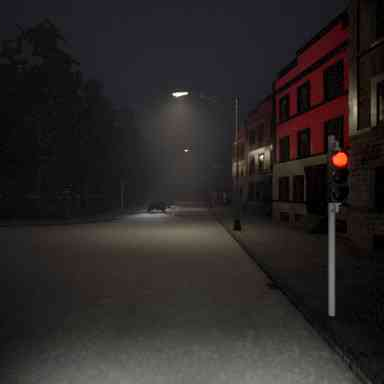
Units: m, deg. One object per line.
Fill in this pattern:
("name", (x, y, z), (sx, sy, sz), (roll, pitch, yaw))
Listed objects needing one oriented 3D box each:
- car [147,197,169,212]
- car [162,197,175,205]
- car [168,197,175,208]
("car", (-4.049, 1.601, 38.689), (1.895, 1.301, 4.718), (0, 0, 0))
("car", (-3.996, 1.601, 58.083), (1.895, 1.301, 4.718), (0, 0, 0))
("car", (-4.032, 1.491, 48.067), (2.128, 1.511, 4.902), (0, 0, 0))
